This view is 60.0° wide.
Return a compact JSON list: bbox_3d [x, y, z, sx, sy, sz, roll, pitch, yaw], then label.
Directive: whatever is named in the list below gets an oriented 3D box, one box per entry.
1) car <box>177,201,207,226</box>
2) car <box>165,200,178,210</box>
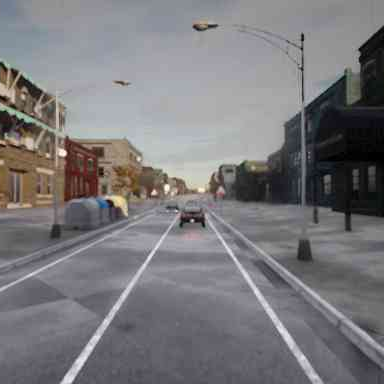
[{"bbox_3d":[0.041,1.736,25.438,1.837,1.490,4.892,0,0,0],"label":"car"},{"bbox_3d":[-3.097,2.038,52.159,1.837,1.490,4.892,0,-1,0],"label":"car"}]
